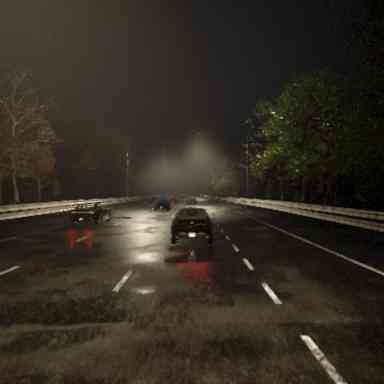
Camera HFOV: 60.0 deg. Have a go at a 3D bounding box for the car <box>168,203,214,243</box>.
[{"bbox_3d":[0.003,1.514,16.102,1.837,1.490,4.892,0,0,0],"label":"car"}]

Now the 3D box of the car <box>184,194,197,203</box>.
[{"bbox_3d":[0.015,1.595,63.776,2.033,1.411,5.357,0,0,0],"label":"car"}]

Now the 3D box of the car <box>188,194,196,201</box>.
[{"bbox_3d":[0.023,1.442,87.508,2.097,1.767,4.553,0,0,0],"label":"car"}]

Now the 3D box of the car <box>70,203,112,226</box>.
[{"bbox_3d":[-6.995,1.503,23.432,2.128,1.511,4.902,0,0,0],"label":"car"}]

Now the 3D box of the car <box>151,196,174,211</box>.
[{"bbox_3d":[-3.489,1.548,40.469,1.812,1.442,4.674,0,0,0],"label":"car"}]

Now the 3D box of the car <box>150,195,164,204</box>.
[{"bbox_3d":[-6.982,1.555,63.922,1.837,1.490,4.892,0,0,0],"label":"car"}]

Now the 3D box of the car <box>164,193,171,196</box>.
[{"bbox_3d":[-6.978,1.432,81.590,2.097,1.767,4.553,0,0,0],"label":"car"}]

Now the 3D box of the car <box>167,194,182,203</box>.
[{"bbox_3d":[-3.485,1.575,63.867,1.812,1.442,4.674,0,0,0],"label":"car"}]
